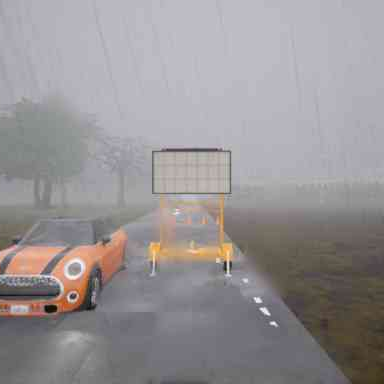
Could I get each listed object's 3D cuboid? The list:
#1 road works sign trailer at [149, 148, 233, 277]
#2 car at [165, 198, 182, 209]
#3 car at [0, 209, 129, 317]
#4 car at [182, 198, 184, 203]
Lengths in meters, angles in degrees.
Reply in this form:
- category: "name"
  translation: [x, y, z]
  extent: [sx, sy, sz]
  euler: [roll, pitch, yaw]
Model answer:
- category: "road works sign trailer"
  translation: [-0.004, 0.463, 10.275]
  extent: [2.380, 3.560, 2.880]
  euler: [0, 0, 1]
- category: "car"
  translation: [-2.895, 1.806, 48.734]
  extent: [1.895, 1.301, 4.718]
  euler: [0, -1, 0]
- category: "car"
  translation: [-2.857, 1.350, 7.743]
  extent: [2.097, 1.767, 4.553]
  euler: [0, 0, 0]
- category: "car"
  translation: [-2.824, 2.002, 77.557]
  extent: [1.994, 1.385, 4.181]
  euler: [0, 0, 0]
